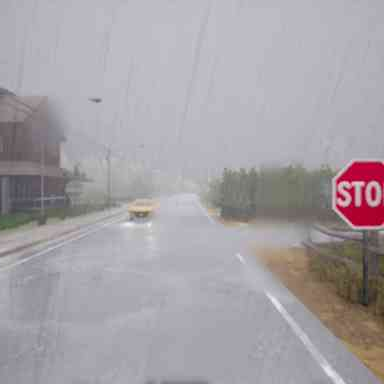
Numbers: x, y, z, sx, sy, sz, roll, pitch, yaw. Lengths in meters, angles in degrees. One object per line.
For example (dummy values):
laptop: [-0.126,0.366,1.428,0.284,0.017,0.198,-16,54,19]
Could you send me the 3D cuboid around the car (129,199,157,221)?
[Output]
car: [-3.821,1.333,26.264,1.882,1.535,5.008,0,1,-4]
